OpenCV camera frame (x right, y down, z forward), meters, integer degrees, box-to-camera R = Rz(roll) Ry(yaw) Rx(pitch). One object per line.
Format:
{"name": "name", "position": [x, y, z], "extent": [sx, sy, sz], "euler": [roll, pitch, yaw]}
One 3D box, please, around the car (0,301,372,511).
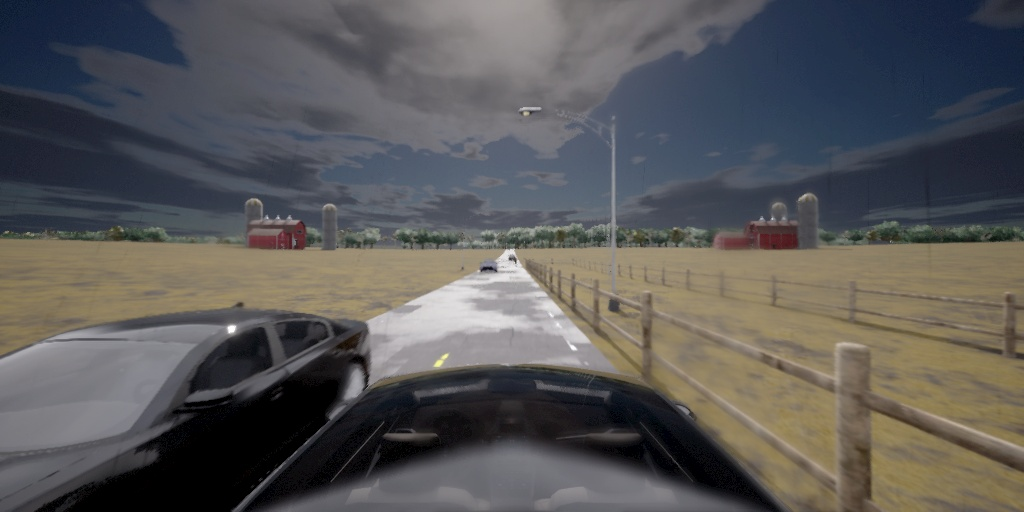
{"name": "car", "position": [-2.850, 1.239, 2.920], "extent": [1.882, 1.535, 5.008], "euler": [0, -1, 0]}

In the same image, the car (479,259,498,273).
{"name": "car", "position": [-2.824, 1.134, 44.284], "extent": [2.097, 1.767, 4.553], "euler": [0, 0, 0]}
